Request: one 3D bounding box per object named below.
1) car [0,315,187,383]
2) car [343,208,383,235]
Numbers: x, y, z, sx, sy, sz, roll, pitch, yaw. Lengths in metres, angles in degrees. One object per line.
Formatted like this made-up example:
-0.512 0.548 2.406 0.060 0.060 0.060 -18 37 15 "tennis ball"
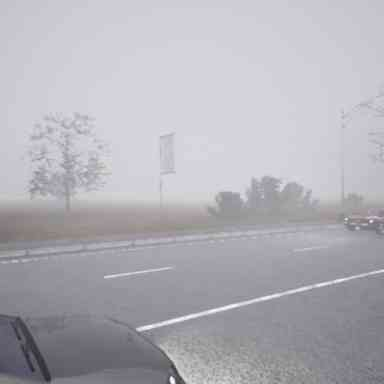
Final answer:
-2.027 1.555 2.203 4.181 1.385 1.994 0 0 -36 "car"
10.643 1.572 18.477 4.718 1.301 1.895 0 0 -28 "car"
